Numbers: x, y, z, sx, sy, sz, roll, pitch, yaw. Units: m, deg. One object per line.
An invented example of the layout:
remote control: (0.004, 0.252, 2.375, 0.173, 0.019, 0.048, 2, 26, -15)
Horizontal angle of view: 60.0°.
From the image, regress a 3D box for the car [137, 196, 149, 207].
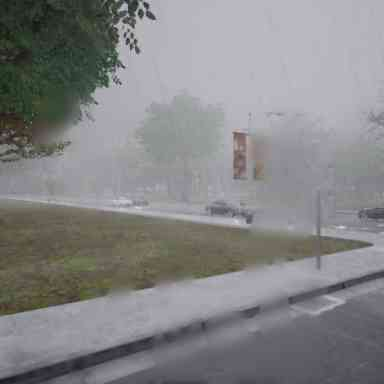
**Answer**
car: (-8.423, 1.478, 51.976, 1.837, 1.490, 4.892, 0, -1, -35)

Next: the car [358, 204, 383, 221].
car: (14.953, 1.515, 25.004, 1.812, 1.442, 4.674, 0, 0, -34)

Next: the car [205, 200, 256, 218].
car: (3.117, 1.490, 30.053, 1.837, 1.490, 4.892, 0, 0, -35)

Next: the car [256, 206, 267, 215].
car: (5.092, 1.582, 32.881, 1.895, 1.301, 4.718, 0, 0, -35)

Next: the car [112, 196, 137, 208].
car: (-10.247, 1.500, 48.917, 1.812, 1.442, 4.674, 0, 0, -35)
